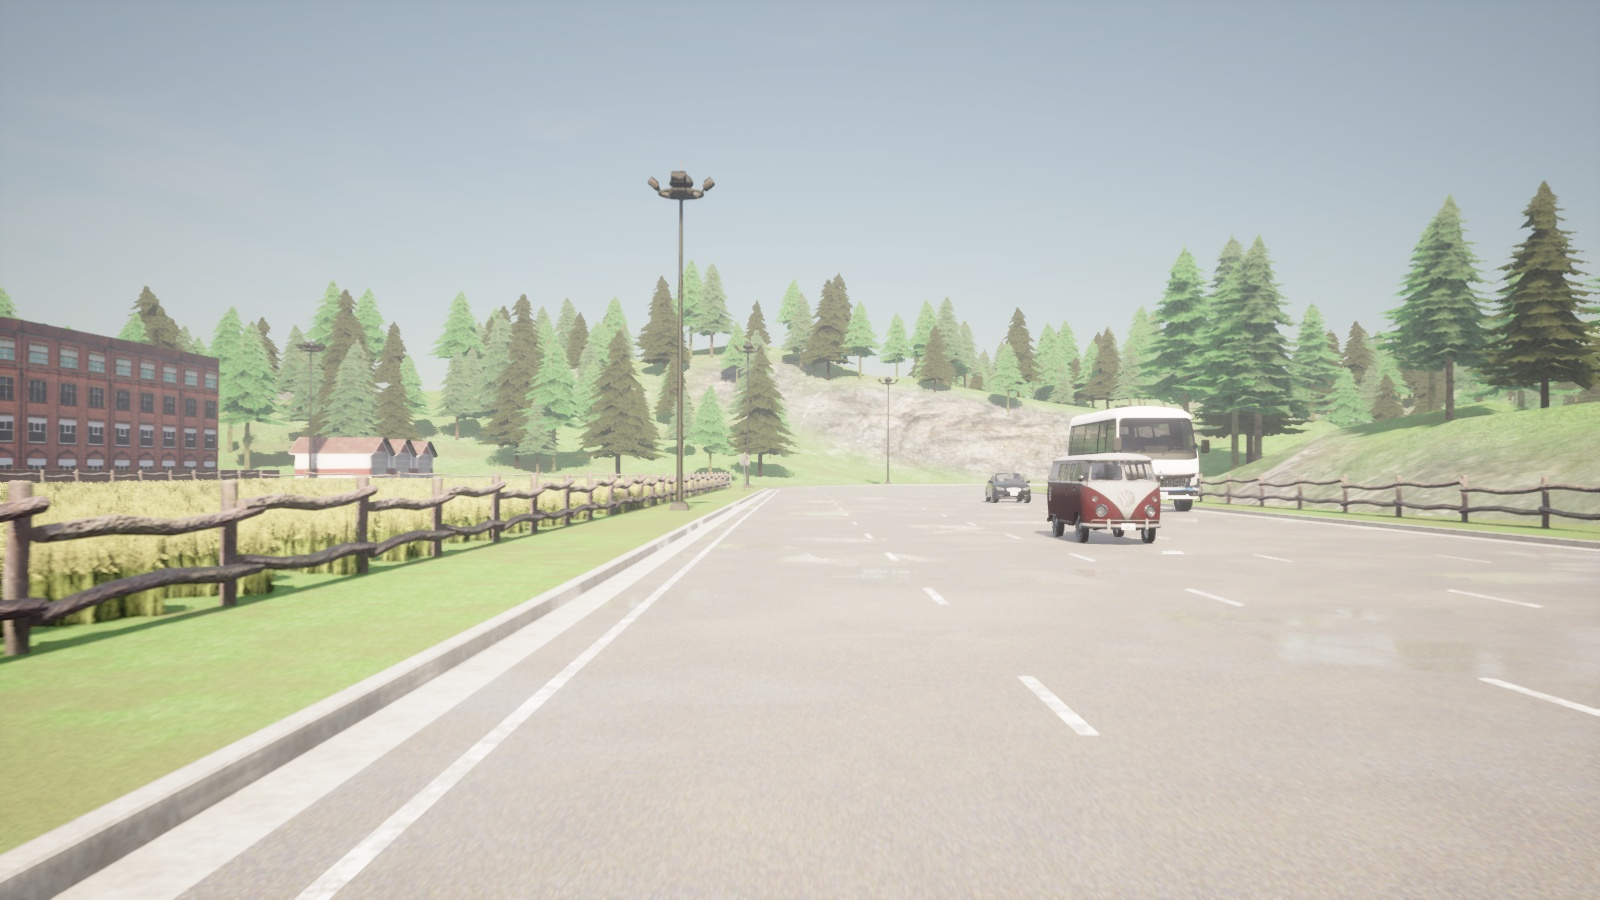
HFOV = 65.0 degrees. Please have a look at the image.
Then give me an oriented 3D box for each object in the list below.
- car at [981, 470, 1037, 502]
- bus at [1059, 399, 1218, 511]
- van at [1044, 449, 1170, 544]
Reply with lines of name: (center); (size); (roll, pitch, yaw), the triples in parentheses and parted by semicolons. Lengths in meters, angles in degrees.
car: (10.467, 1.788, 63.271); (2.128, 1.511, 4.902); (0, -1, 2)
bus: (13.940, 0.269, 52.972); (3.944, 4.253, 10.273); (0, -1, 0)
van: (6.927, 1.022, 28.802); (1.775, 1.987, 4.442); (0, -1, 0)
